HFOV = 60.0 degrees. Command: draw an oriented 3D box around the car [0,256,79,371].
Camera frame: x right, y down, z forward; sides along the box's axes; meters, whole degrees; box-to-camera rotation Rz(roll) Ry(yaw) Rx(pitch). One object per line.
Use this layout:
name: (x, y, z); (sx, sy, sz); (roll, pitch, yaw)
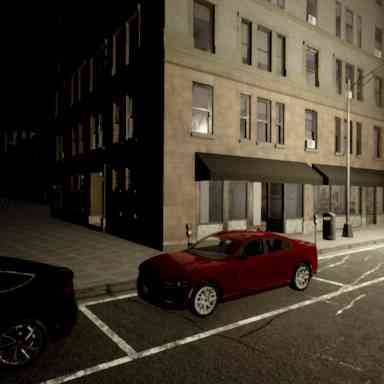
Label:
car: (-3.665, 1.566, 4.144); (4.313, 1.339, 1.947); (0, 1, -35)

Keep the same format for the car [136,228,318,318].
car: (0.956, 1.544, 7.433); (4.507, 1.381, 1.887); (0, 1, -35)
